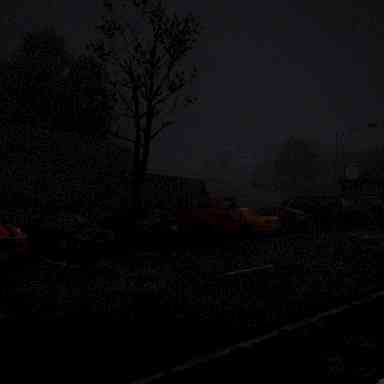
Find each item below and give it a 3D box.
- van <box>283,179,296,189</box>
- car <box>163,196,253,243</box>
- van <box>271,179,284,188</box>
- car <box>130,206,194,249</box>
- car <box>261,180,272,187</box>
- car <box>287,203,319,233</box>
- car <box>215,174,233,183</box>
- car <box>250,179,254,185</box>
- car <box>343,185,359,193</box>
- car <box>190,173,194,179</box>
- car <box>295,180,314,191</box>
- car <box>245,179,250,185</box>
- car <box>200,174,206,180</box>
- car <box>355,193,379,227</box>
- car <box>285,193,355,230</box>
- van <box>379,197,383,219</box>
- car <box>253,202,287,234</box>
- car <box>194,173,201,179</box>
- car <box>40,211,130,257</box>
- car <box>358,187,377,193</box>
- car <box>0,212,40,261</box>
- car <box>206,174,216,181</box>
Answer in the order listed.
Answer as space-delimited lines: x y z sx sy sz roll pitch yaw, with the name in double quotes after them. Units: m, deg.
20.784 -1.489 67.510 1.878 1.987 4.442 7 4 35 "van"
-0.191 1.249 16.430 5.566 2.045 2.435 -1 -1 34 "car"
19.052 -1.762 69.979 1.878 1.987 4.442 7 4 35 "van"
-2.633 1.526 14.682 4.792 1.488 2.163 -1 -1 34 "car"
17.474 -1.810 72.708 1.946 1.575 5.366 7 3 35 "car"
4.731 1.550 19.892 4.674 1.452 2.002 -1 -1 35 "car"
8.779 -3.174 84.989 1.946 1.575 5.366 7 3 34 "car"
15.640 -2.041 75.026 2.002 1.452 4.674 7 3 35 "car"
27.768 -0.424 57.771 2.435 2.045 5.566 7 3 35 "car"
1.619 -4.360 94.522 2.435 2.045 5.566 1 -1 34 "car"
22.547 -0.990 65.150 2.231 1.521 4.892 7 3 35 "car"
13.894 -2.315 77.486 2.002 1.452 4.674 7 3 35 "car"
5.127 -3.848 89.709 2.185 1.767 4.553 6 3 34 "car"
9.667 1.269 23.361 5.566 2.045 2.435 -1 -1 35 "car"
7.156 1.264 21.653 5.566 2.045 2.435 -1 -1 35 "car"
12.203 1.298 25.034 4.442 1.987 1.878 -1 -1 35 "van"
2.126 1.504 18.261 5.366 1.575 1.946 -1 -1 34 "car"
3.394 -4.083 92.177 2.185 1.767 4.553 4 1 33 "car"
-5.051 1.495 12.932 4.892 1.521 2.231 -1 -1 34 "car"
29.462 0.138 55.301 2.002 1.452 4.674 7 3 35 "car"
-7.515 1.367 11.203 4.553 1.767 2.185 -1 -1 34 "car"
6.924 -3.697 87.246 2.435 2.045 5.566 7 3 34 "car"
